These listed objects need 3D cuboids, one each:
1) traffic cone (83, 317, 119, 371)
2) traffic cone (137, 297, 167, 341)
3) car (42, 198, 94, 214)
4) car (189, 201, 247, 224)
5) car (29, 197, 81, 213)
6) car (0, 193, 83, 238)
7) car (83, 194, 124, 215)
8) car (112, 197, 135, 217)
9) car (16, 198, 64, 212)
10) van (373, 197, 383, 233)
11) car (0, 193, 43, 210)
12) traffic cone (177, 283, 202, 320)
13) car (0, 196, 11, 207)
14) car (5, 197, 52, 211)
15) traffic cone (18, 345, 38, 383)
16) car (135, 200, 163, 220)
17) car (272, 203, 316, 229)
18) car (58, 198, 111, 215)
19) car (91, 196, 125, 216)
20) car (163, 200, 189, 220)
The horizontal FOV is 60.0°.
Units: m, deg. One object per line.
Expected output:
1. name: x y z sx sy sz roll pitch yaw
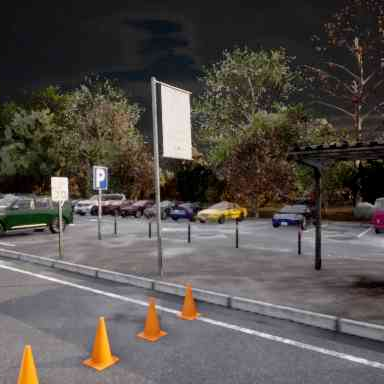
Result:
1. traffic cone: -1.201 1.957 4.408 0.340 0.580 0.340 0 0 35
2. traffic cone: -0.626 1.957 5.225 0.340 0.580 0.340 0 0 35
3. car: -13.458 1.454 36.490 2.097 1.535 5.008 0 0 35
4. car: 2.339 1.474 25.175 1.946 1.575 5.366 0 0 35
5. car: -15.622 1.443 38.241 1.946 1.575 5.366 0 0 35
6. car: -8.918 1.220 17.290 2.435 2.045 5.566 0 0 35
7. car: -8.928 1.211 33.279 2.435 2.045 5.566 0 0 35
8. car: -4.365 1.468 30.117 2.097 1.535 5.008 0 0 35
9. car: -18.013 1.468 39.659 2.163 1.488 4.792 0 0 35
10. van: 11.598 1.264 19.042 1.878 1.987 4.442 0 0 35
11. car: -22.559 1.152 42.853 2.435 2.045 5.566 0 0 35
12. traffic cone: -0.051 1.957 6.041 0.340 0.580 0.340 0 0 36
13. car: -29.253 1.331 47.816 1.946 1.575 5.366 1 0 35
14. car: -20.257 1.451 41.306 2.163 1.488 4.792 0 0 35
15. traffic cone: -1.776 1.957 3.592 0.340 0.580 0.340 0 0 35
16. car: -2.093 1.473 28.522 2.231 1.521 4.892 0 0 35
17. car: 6.973 1.513 22.112 2.163 1.488 4.792 0 0 35
18. car: -11.185 1.461 34.892 2.231 1.521 4.892 0 0 35
19. car: -6.637 1.465 31.712 2.097 1.535 5.008 0 0 35
20. car: 0.191 1.504 26.946 2.163 1.488 4.792 0 0 35
